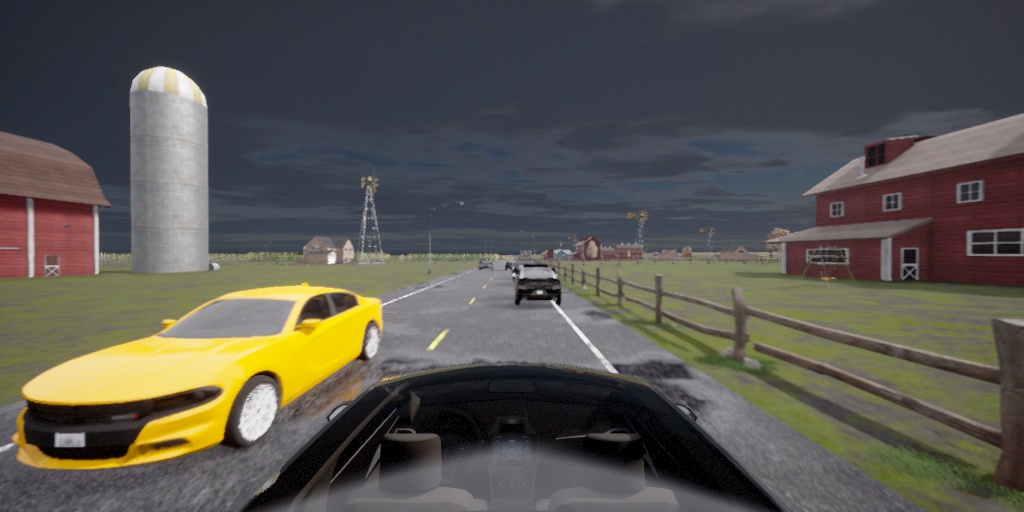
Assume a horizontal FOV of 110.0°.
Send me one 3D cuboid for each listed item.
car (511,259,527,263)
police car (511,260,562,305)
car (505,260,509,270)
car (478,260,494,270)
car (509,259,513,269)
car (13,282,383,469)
[{"bbox_3d":[1.046,1.212,26.059,1.882,1.535,5.008,0,0,0],"label":"car"},{"bbox_3d":[1.047,1.163,16.168,1.930,1.638,5.238,0,0,0],"label":"police car"},{"bbox_3d":[0.006,1.224,51.329,1.882,1.535,5.008,0,0,0],"label":"car"},{"bbox_3d":[-3.573,1.309,50.342,1.994,1.385,4.181,0,0,0],"label":"car"},{"bbox_3d":[1.044,1.086,32.030,2.097,1.767,4.553,0,0,0],"label":"car"},{"bbox_3d":[-3.602,1.223,5.418,1.882,1.535,5.008,0,0,0],"label":"car"}]
